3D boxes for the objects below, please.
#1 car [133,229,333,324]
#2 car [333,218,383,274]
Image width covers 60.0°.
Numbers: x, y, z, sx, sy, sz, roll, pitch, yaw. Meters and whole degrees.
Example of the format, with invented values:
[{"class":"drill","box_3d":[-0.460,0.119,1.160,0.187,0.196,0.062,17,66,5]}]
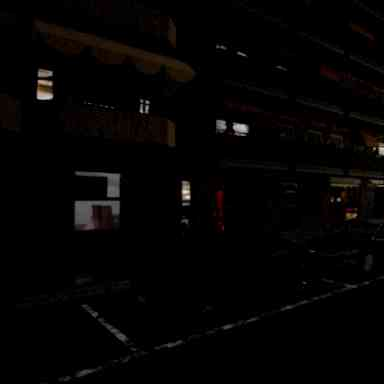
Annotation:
[{"class":"car","box_3d":[0.869,1.562,7.184,4.313,1.339,1.947,0,1,-36]},{"class":"car","box_3d":[5.388,1.535,10.440,4.403,1.369,2.008,0,1,-36]}]
